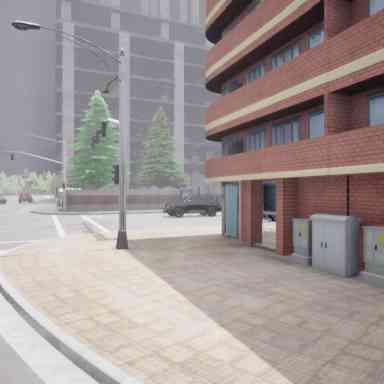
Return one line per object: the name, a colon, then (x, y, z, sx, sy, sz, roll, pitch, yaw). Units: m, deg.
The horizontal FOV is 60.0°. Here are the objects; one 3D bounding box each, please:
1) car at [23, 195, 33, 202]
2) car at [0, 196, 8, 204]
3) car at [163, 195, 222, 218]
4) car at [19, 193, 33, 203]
car: (-38.935, 1.524, 79.037, 1.812, 1.442, 4.674, 0, 0, -23)
car: (-35.034, 1.525, 61.210, 1.812, 1.442, 4.674, 0, 0, -23)
car: (0.092, 1.277, 31.261, 5.566, 2.045, 2.150, 0, 0, -23)
car: (-34.775, 1.225, 69.302, 2.150, 2.045, 5.566, 0, 0, -23)
